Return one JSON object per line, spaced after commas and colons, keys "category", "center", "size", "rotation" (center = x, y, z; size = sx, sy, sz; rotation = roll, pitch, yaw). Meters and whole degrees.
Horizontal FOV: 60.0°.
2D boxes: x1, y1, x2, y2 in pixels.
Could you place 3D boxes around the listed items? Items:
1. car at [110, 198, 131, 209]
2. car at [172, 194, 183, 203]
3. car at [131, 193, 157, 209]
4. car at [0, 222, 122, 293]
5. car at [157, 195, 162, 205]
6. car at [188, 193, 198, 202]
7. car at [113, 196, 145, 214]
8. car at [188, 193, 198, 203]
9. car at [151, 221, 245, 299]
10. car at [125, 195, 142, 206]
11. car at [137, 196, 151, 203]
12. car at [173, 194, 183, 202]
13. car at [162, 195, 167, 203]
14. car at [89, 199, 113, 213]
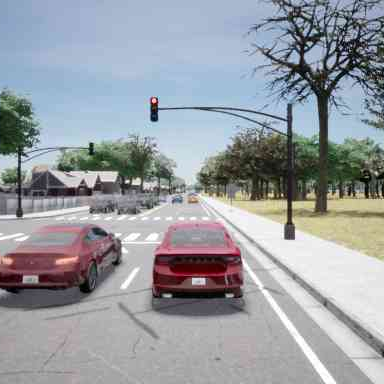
{"category": "car", "center": [-9.750, 1.516, 45.535], "size": [1.812, 1.442, 4.674], "rotation": [0, 0, 0]}
{"category": "car", "center": [-3.009, 1.500, 66.365], "size": [1.812, 1.442, 4.674], "rotation": [0, 0, 0]}
{"category": "car", "center": [-6.501, 1.212, 44.743], "size": [2.150, 2.045, 5.566], "rotation": [0, 0, 1]}
{"category": "car", "center": [-3.132, 1.525, 8.741], "size": [1.812, 1.442, 4.674], "rotation": [0, 0, 0]}
{"category": "car", "center": [-6.476, 1.487, 54.769], "size": [1.837, 1.490, 4.892], "rotation": [0, 1, 0]}
{"category": "car", "center": [0.160, 1.191, 76.359], "size": [2.150, 2.045, 5.566], "rotation": [0, 0, 0]}
{"category": "car", "center": [-6.524, 1.499, 34.892], "size": [1.837, 1.490, 4.892], "rotation": [0, 0, 0]}
{"category": "car", "center": [0.236, 1.452, 65.958], "size": [1.882, 1.535, 5.008], "rotation": [0, 0, 0]}
{"category": "car", "center": [0.115, 1.477, 8.531], "size": [1.882, 1.535, 5.008], "rotation": [0, 0, 0]}
{"category": "car", "center": [-9.724, 1.335, 55.421], "size": [2.097, 1.767, 4.553], "rotation": [0, 0, 0]}
{"category": "car", "center": [-9.618, 1.521, 67.237], "size": [2.033, 1.411, 5.357], "rotation": [0, 0, 1]}
{"category": "car", "center": [-3.090, 1.321, 76.330], "size": [2.097, 1.767, 4.553], "rotation": [0, 0, 0]}
{"category": "car", "center": [-6.356, 1.437, 68.991], "size": [1.882, 1.535, 5.008], "rotation": [0, 0, 0]}
{"category": "car", "center": [-9.769, 1.499, 36.402], "size": [1.837, 1.490, 4.892], "rotation": [0, 0, 0]}
